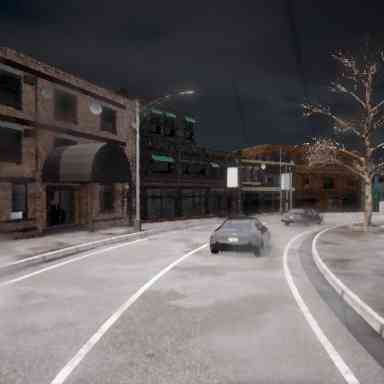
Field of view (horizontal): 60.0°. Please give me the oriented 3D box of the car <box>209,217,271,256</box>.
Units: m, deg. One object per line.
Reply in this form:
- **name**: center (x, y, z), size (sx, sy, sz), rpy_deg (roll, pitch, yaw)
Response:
- **car**: center (2.106, 1.714, 13.842), size (1.994, 1.385, 4.181), rpy_deg (0, -1, 18)

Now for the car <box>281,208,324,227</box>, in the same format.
- **car**: center (8.860, 1.956, 26.466), size (2.033, 1.411, 5.357), rpy_deg (0, -1, 38)
